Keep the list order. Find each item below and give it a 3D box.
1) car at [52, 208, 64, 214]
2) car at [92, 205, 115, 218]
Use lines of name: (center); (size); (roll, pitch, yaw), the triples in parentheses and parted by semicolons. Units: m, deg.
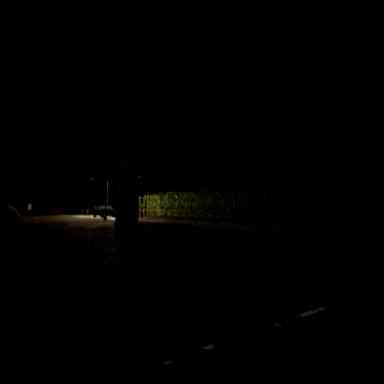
car: (-35.278, 4.954, 87.184); (2.097, 1.767, 4.553); (2, -4, -36)
car: (-14.176, 3.114, 53.410); (2.150, 2.045, 5.566); (2, -3, -36)
